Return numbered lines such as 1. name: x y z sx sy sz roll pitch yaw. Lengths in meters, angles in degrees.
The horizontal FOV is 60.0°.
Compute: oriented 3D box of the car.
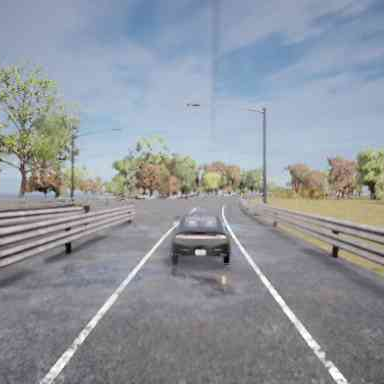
1. car: 0.319 1.502 11.802 2.128 1.511 4.902 0 0 2
